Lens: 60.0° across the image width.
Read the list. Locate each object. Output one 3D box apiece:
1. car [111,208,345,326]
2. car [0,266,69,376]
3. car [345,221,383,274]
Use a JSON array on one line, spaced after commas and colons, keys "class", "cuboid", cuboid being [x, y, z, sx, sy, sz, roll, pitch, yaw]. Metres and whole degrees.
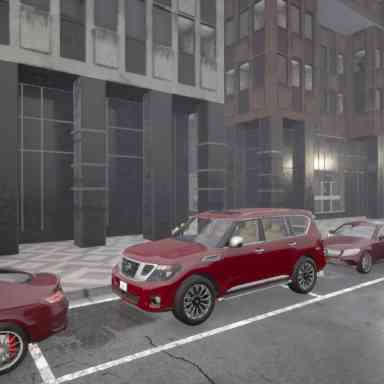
[{"class": "car", "cuboid": [0.853, 1.315, 7.252, 5.009, 1.841, 2.192, 0, 0, -35]}, {"class": "car", "cuboid": [-3.714, 1.582, 4.006, 4.206, 1.307, 1.802, 0, 0, -35]}, {"class": "car", "cuboid": [5.420, 1.582, 10.496, 4.206, 1.307, 1.802, 0, 0, -35]}]
